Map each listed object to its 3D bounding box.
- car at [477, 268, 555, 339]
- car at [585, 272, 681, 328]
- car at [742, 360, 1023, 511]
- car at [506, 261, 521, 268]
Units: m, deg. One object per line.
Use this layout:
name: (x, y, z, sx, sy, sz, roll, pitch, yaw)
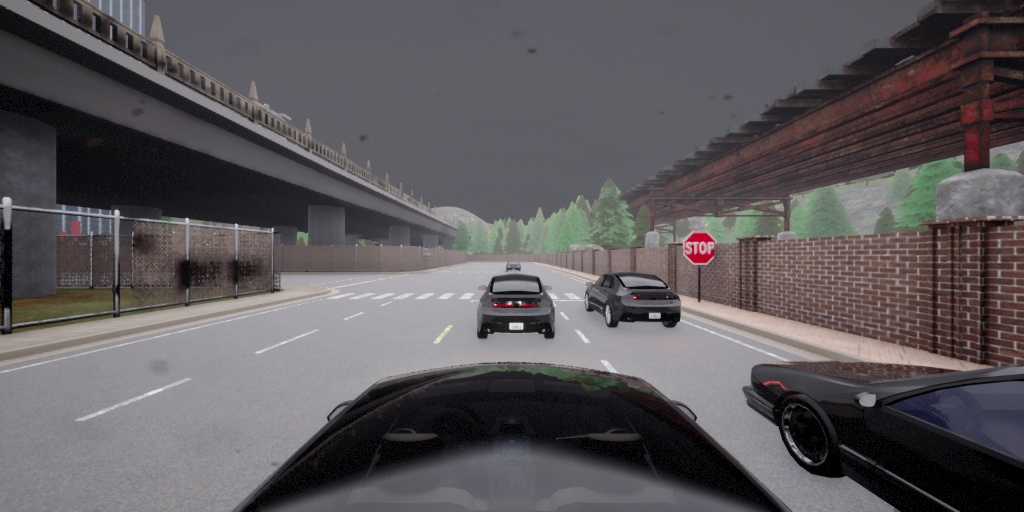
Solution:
car: (0.095, 1.255, 10.073, 1.837, 1.490, 4.892, 0, 0, 0)
car: (3.596, 1.255, 11.433, 1.837, 1.490, 4.892, 0, 0, 0)
car: (3.600, 1.297, 1.687, 2.033, 1.411, 5.357, 0, 0, 0)
car: (0.164, 1.350, 46.352, 1.895, 1.301, 4.718, 0, 0, -1)
